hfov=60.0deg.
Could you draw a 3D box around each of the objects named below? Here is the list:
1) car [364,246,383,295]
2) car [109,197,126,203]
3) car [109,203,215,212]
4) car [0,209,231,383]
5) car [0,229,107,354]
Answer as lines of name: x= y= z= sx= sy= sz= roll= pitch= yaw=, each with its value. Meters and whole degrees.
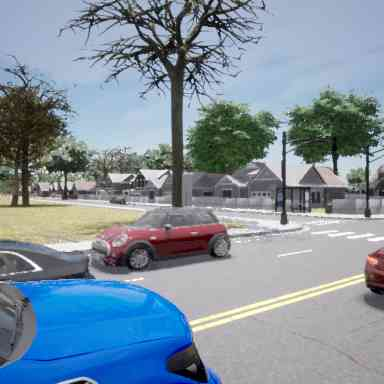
car: x=5.659 y=1.525 z=7.447 sx=4.674 sy=1.442 sz=1.812 roll=0 pitch=0 yaw=-36
car: x=-13.817 y=1.614 z=61.655 sx=1.812 sy=1.442 sz=4.674 roll=0 pitch=0 yaw=-35
car: x=-0.931 y=1.351 z=10.989 sx=4.553 sy=1.767 sz=2.097 roll=0 pitch=0 yaw=-35
car: x=-2.419 y=1.222 z=1.716 sx=5.566 sy=2.045 sz=2.150 roll=0 pitch=0 yaw=-36
car: x=-3.941 y=1.506 z=4.869 sx=4.892 sy=1.490 sz=1.837 roll=1 pitch=0 yaw=-35
